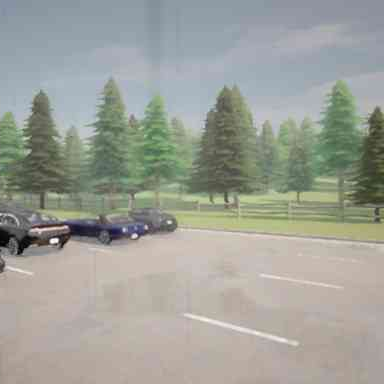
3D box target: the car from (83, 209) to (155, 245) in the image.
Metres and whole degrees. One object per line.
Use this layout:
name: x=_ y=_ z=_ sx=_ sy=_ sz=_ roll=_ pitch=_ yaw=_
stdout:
car: x=-4.255 y=1.608 z=15.550 sx=4.718 sy=1.301 sz=1.895 roll=0 pitch=0 yaw=36

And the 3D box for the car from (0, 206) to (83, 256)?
car: x=-6.773 y=1.500 z=13.054 sx=4.902 sy=1.511 sz=2.128 roll=0 pitch=0 yaw=36

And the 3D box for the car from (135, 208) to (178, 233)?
car: x=-2.820 y=1.573 z=18.835 sx=4.181 sy=1.385 sz=1.994 roll=0 pitch=0 yaw=36

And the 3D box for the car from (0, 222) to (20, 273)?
car: x=-7.051 y=1.554 z=8.924 sx=5.357 sy=1.411 sz=2.033 roll=0 pitch=0 yaw=36

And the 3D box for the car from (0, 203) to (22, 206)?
car: x=-15.285 y=1.582 z=27.727 sx=4.181 sy=1.385 sz=1.994 roll=0 pitch=0 yaw=36
